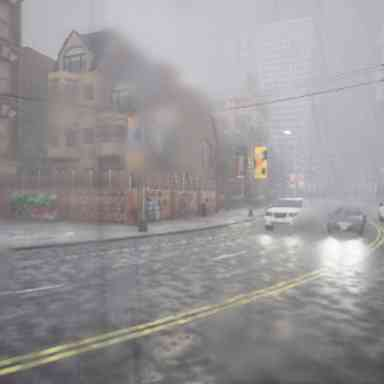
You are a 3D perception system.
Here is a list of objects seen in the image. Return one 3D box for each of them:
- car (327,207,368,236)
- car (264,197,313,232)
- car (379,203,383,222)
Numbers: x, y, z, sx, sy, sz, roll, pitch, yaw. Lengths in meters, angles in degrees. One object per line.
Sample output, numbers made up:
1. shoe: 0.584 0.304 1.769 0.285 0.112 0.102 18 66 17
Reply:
1. car: 9.470 1.686 20.130 2.128 1.511 4.902 0 -1 30
2. car: 6.558 1.389 22.051 2.150 2.045 5.566 0 -1 30
3. car: 16.289 1.496 26.311 2.150 2.045 5.566 0 0 23
